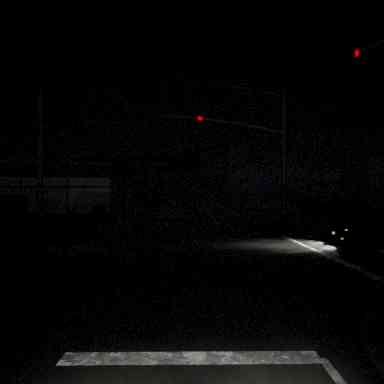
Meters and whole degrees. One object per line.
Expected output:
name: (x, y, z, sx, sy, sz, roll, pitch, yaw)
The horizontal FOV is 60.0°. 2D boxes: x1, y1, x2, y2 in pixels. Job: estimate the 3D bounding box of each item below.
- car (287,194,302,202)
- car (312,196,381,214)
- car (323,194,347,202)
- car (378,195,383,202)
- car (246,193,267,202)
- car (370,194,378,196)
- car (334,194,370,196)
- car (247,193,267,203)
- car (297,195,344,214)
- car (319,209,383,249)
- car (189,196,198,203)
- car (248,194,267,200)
car: (21.291, 1.097, 65.809, 4.605, 1.855, 1.932, 0, 0, 0)
car: (13.063, 1.340, 28.344, 4.514, 1.523, 2.007, 0, 0, 0)
car: (31.274, 1.298, 72.790, 4.514, 1.523, 2.007, 0, 0, 0)
car: (38.686, 1.154, 62.739, 5.027, 1.636, 2.152, 0, 0, 0)
car: (13.410, 1.077, 69.065, 3.866, 1.878, 1.905, 0, 0, 0)
car: (38.338, 1.232, 69.156, 3.806, 1.475, 1.970, 0, 0, 0)
car: (20.626, 1.320, 43.357, 3.633, 1.501, 1.845, 0, 0, 0)
car: (12.812, 1.361, 65.738, 3.806, 1.475, 1.970, 0, 0, 0)
car: (12.999, 1.330, 31.481, 5.027, 1.636, 2.152, 0, 0, 0)
car: (8.021, 1.564, 14.171, 4.181, 1.385, 1.994, 0, 0, -1)
car: (0.232, 1.547, 69.759, 2.033, 1.411, 5.357, 0, 0, 0)
car: (18.080, 1.334, 91.697, 4.902, 1.511, 2.128, 0, 0, 0)
